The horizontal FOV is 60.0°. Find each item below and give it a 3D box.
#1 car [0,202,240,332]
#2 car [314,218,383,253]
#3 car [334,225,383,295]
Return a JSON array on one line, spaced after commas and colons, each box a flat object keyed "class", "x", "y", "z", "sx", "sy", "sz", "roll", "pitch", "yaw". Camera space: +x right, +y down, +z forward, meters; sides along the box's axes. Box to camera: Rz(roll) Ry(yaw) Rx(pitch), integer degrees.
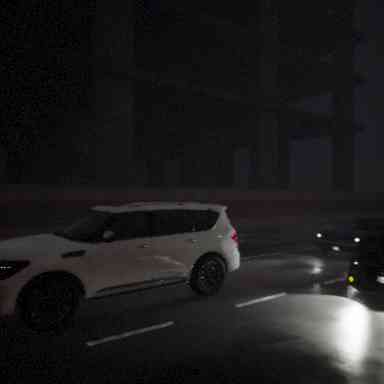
[{"class": "car", "x": -1.449, "y": 1.249, "z": 7.254, "sx": 5.566, "sy": 2.045, "sz": 2.150, "roll": 1, "pitch": 0, "yaw": -35}, {"class": "car", "x": 6.916, "y": 1.720, "z": 13.104, "sx": 4.718, "sy": 1.301, "sz": 1.895, "roll": 1, "pitch": 0, "yaw": -36}, {"class": "car", "x": 5.583, "y": 1.646, "z": 7.947, "sx": 4.181, "sy": 1.385, "sz": 1.994, "roll": 1, "pitch": 0, "yaw": -35}]
